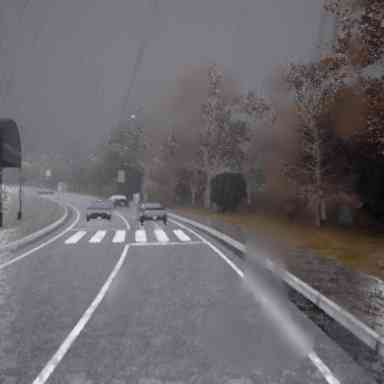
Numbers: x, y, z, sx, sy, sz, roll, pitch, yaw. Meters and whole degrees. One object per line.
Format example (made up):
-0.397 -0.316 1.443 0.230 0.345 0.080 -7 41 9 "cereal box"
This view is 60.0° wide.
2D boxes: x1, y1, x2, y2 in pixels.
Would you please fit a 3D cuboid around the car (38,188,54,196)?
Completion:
-27.587 -0.124 62.862 1.994 1.385 4.181 2 2 -41 "car"

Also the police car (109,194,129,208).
-9.264 1.077 41.525 1.930 1.638 5.238 1 1 -25 "police car"

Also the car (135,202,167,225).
-2.989 1.459 23.995 2.128 1.511 4.902 1 0 -14 "car"

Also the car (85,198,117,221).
-7.359 1.444 26.352 2.033 1.411 5.357 1 1 -16 "car"
